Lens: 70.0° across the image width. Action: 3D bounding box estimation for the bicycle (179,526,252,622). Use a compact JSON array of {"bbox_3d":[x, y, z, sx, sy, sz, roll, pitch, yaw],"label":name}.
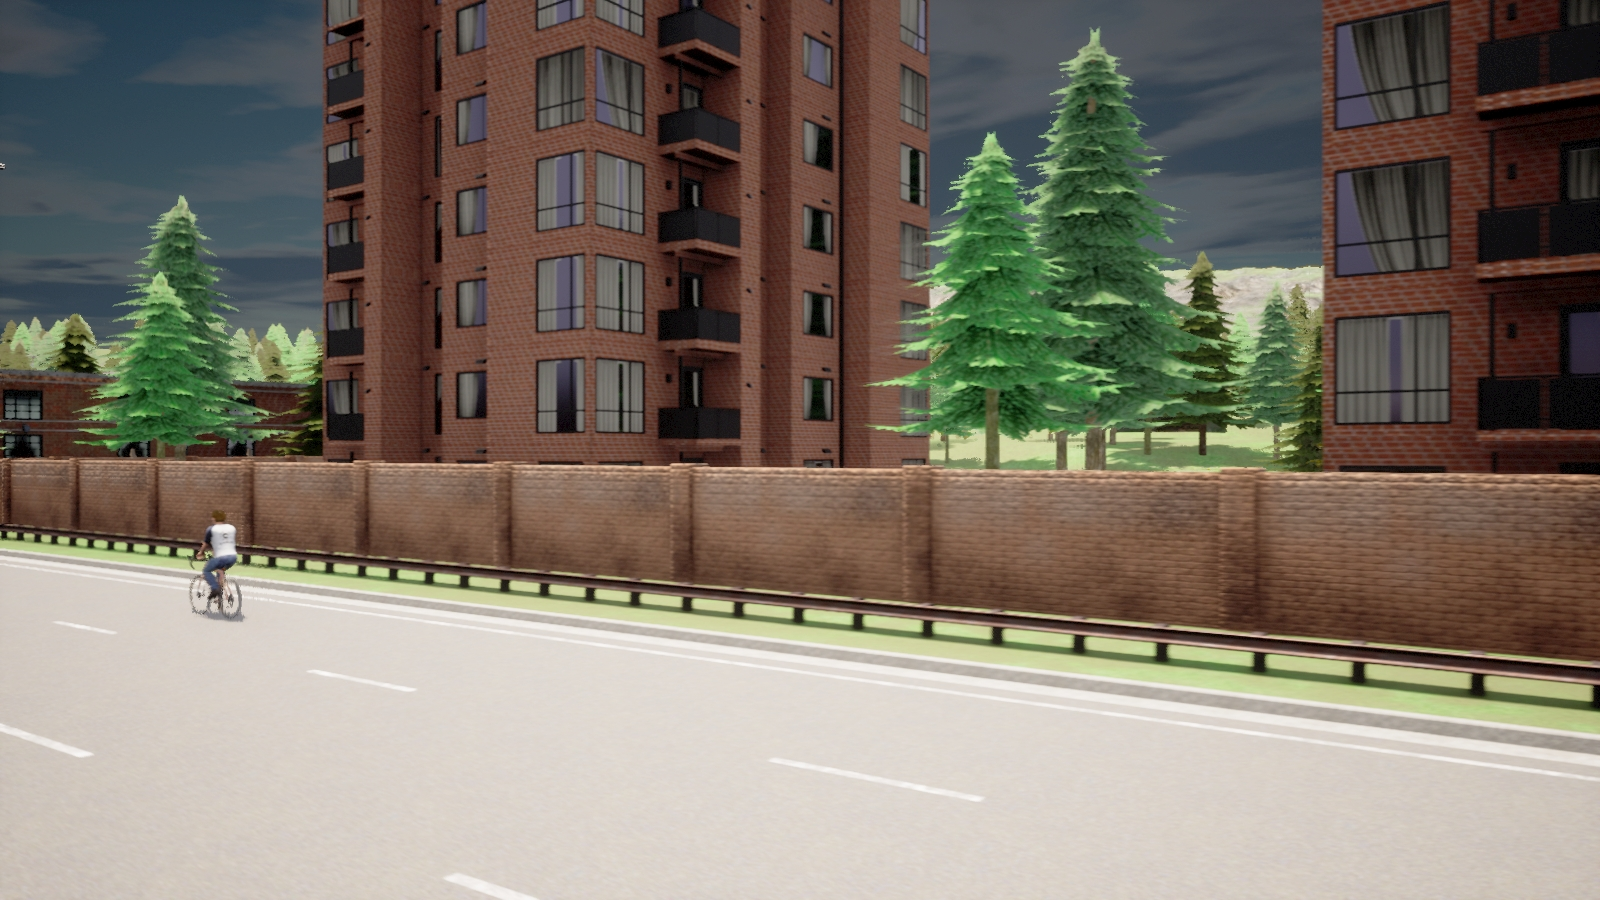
[{"bbox_3d":[-9.891,2.070,19.311,1.643,1.496,0.373,0,0,35],"label":"bicycle"}]
